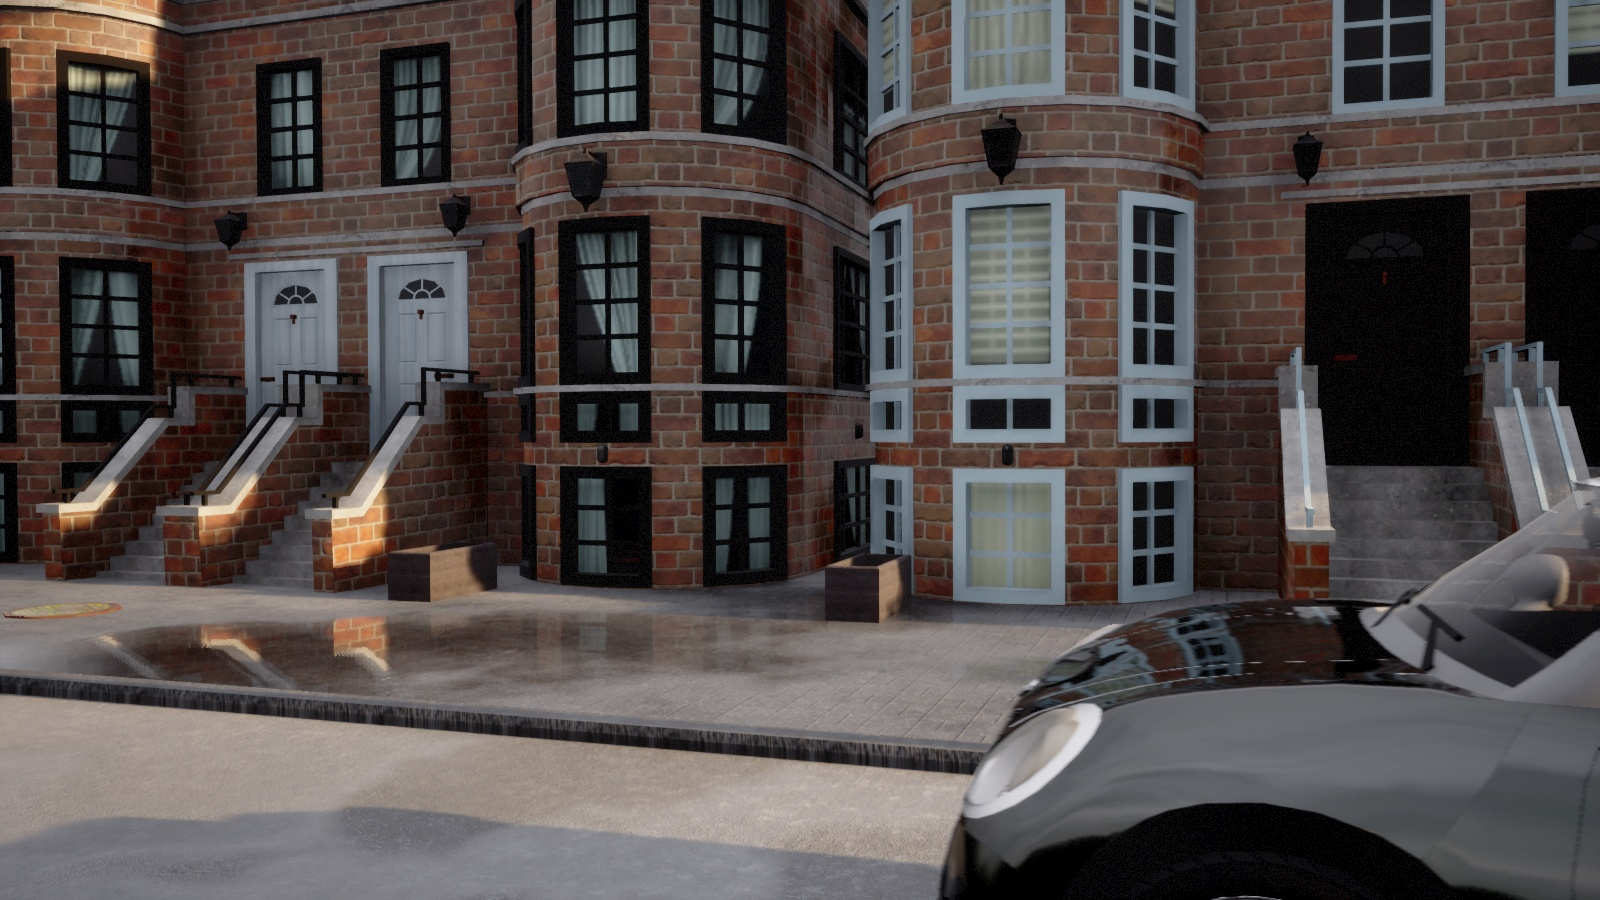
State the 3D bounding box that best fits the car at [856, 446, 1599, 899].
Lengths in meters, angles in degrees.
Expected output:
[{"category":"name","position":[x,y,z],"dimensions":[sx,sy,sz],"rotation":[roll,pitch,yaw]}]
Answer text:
[{"category":"car","position":[2.235,0.753,2.961],"dimensions":[3.806,1.475,1.970],"rotation":[1,1,18]}]
